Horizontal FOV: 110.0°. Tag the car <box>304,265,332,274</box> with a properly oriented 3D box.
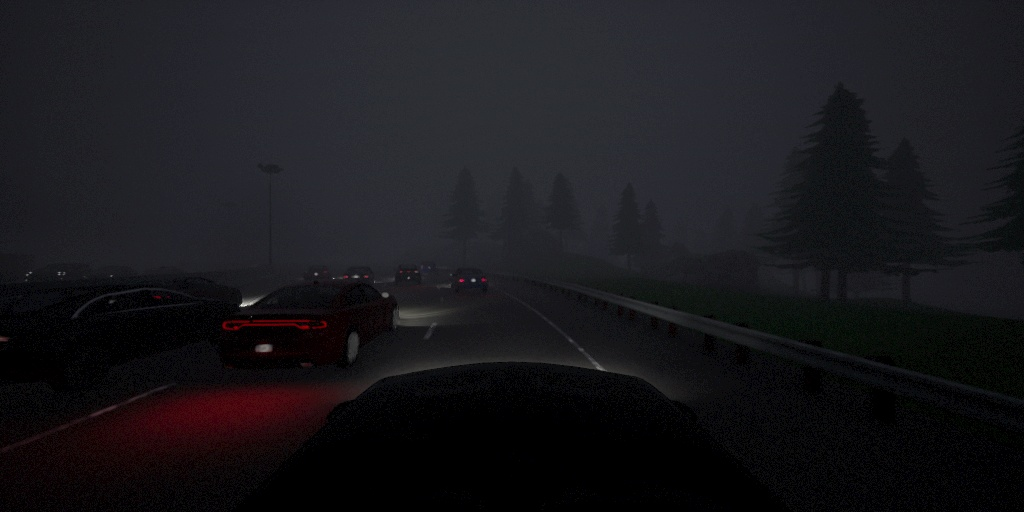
[{"bbox_3d":[-17.062,1.490,31.650,1.994,1.385,4.181,0,0,-23],"label":"car"}]

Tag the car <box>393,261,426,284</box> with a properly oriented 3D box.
[{"bbox_3d":[-8.178,1.380,27.975,2.128,1.511,4.902,0,0,-19],"label":"car"}]

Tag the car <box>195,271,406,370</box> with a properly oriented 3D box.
[{"bbox_3d":[-3.948,1.265,7.935,1.882,1.535,5.008,0,0,-4],"label":"car"}]

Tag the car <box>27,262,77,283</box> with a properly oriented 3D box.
[{"bbox_3d":[-34.585,1.299,27.609,2.097,1.767,4.553,0,0,-27],"label":"car"}]

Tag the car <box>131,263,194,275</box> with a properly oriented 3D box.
[{"bbox_3d":[-27.049,1.495,27.946,1.994,1.385,4.181,0,0,-25],"label":"car"}]

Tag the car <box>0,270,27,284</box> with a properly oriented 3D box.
[{"bbox_3d":[-36.743,1.484,24.274,2.033,1.411,5.357,0,0,-25],"label":"car"}]

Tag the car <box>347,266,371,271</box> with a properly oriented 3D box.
[{"bbox_3d":[-11.110,1.434,26.089,2.033,1.411,5.357,0,0,-18],"label":"car"}]

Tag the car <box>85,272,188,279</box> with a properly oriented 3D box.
[{"bbox_3d":[-11.548,1.390,12.546,1.994,1.385,4.181,0,0,-8],"label":"car"}]

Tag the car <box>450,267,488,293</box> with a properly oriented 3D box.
[{"bbox_3d":[-2.706,1.396,21.958,2.033,1.411,5.357,0,0,-14],"label":"car"}]

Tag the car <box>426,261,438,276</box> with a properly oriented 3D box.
[{"bbox_3d":[-9.907,1.304,40.935,2.097,1.767,4.553,0,0,-26],"label":"car"}]

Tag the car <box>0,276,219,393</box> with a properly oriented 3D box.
[{"bbox_3d":[-7.370,1.281,6.730,2.128,1.511,4.902,0,0,-4],"label":"car"}]

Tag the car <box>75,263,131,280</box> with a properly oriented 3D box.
[{"bbox_3d":[-30.729,1.464,27.685,1.812,1.442,4.674,0,0,-25],"label":"car"}]
